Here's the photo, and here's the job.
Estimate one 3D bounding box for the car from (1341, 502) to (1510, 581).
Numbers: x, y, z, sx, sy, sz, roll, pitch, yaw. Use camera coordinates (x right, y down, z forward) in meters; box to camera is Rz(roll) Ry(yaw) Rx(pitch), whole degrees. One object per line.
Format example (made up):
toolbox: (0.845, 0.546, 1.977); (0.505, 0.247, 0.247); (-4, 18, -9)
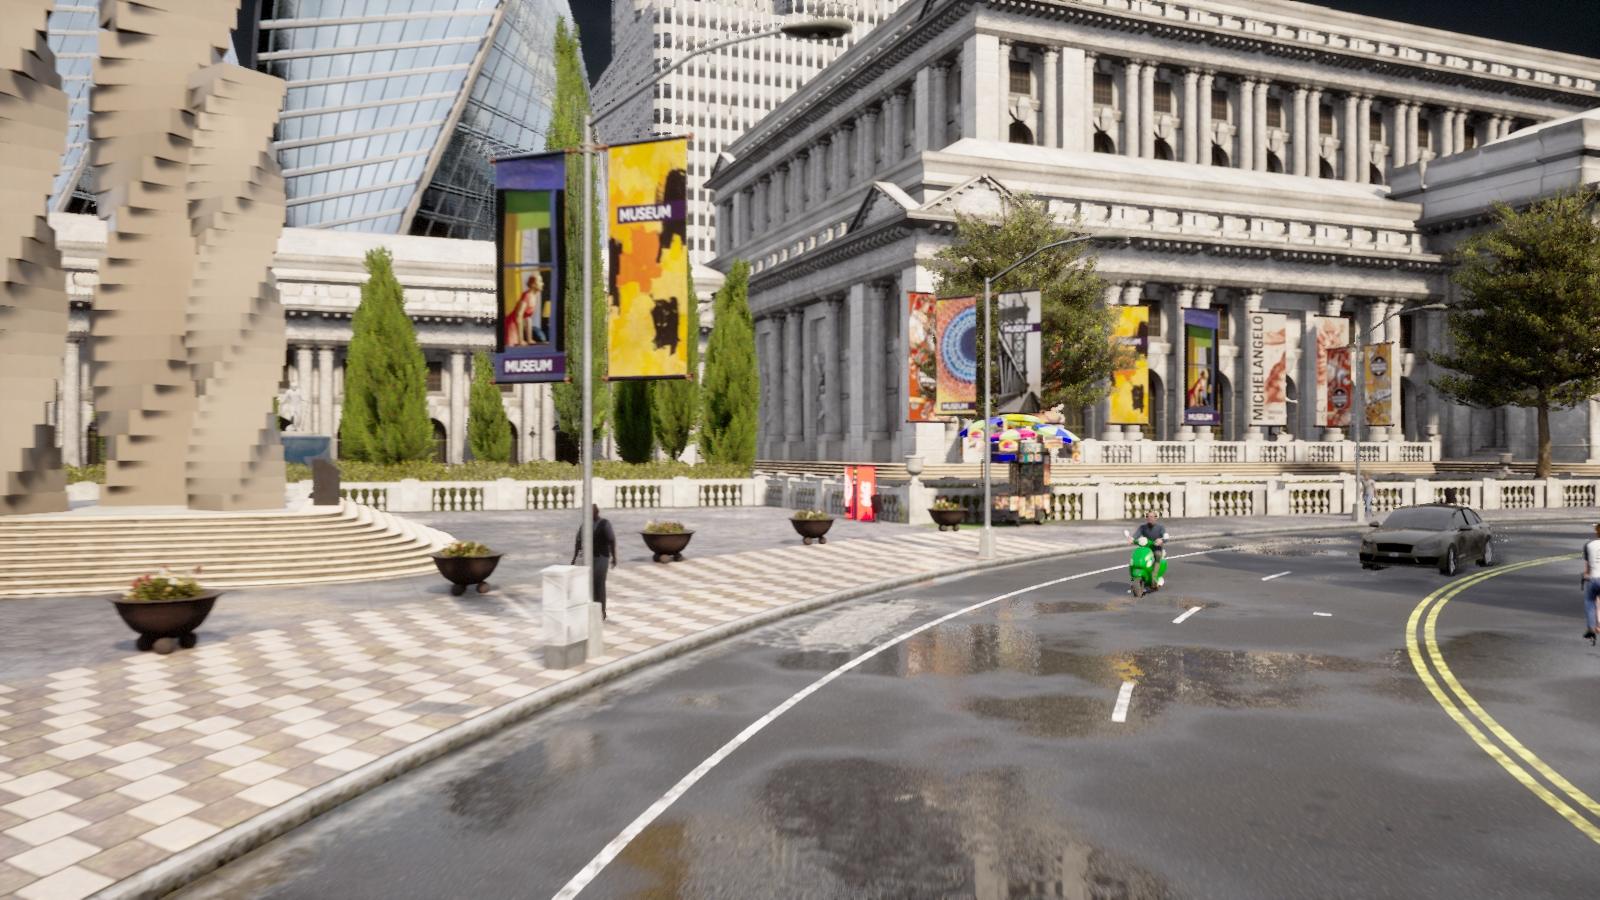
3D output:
car: (14.873, 2.068, 27.026); (2.231, 1.480, 4.892); (0, 0, 45)

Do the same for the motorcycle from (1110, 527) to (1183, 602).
motorcycle: (6.731, 2.185, 22.133); (0.856, 1.236, 1.805); (2, 1, 33)

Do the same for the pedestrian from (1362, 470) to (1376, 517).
pedestrian: (22.357, 1.706, 44.899); (0.375, 1.860, 0.375); (0, 0, -36)

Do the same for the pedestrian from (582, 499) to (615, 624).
pedestrian: (-3.080, 1.696, 17.496); (0.375, 1.860, 0.375); (0, 0, 15)
